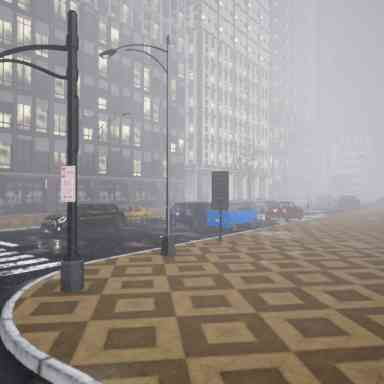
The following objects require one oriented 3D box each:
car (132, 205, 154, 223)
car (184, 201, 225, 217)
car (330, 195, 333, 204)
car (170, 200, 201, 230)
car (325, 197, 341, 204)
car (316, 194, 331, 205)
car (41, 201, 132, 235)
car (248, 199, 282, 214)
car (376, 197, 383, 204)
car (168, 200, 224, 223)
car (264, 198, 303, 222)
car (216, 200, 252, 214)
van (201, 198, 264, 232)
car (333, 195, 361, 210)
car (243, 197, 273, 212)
[{"bbox_3d":[-4.827,1.540,23.995,1.752,1.417,4.829,0,0,38],"label":"car"},{"bbox_3d":[1.277,1.604,31.721,1.802,1.307,4.206,0,0,38],"label":"car"},{"bbox_3d":[23.947,1.551,52.320,2.128,1.511,4.902,0,0,37],"label":"car"},{"bbox_3d":[0.415,1.375,21.841,2.097,1.767,4.553,0,0,39],"label":"car"},{"bbox_3d":[28.406,1.624,67.008,2.008,1.369,4.403,0,0,38],"label":"car"},{"bbox_3d":[25.015,1.380,62.598,2.192,1.841,5.009,0,0,38],"label":"car"},{"bbox_3d":[-5.877,1.367,18.369,2.097,1.767,4.553,0,0,38],"label":"car"},{"bbox_3d":[8.075,1.557,36.496,1.812,1.442,4.674,0,0,38],"label":"car"},{"bbox_3d":[38.043,1.658,66.615,1.947,1.339,4.313,0,0,38],"label":"car"},{"bbox_3d":[0.454,1.500,26.600,1.882,1.535,5.008,0,0,37],"label":"car"},{"bbox_3d":[7.524,1.472,26.918,1.967,1.590,4.097,0,0,38],"label":"car"},{"bbox_3d":[4.668,1.571,36.132,1.887,1.381,4.507,0,0,38],"label":"car"},{"bbox_3d":[2.565,1.368,20.286,1.690,1.788,3.998,0,0,38],"label":"van"},{"bbox_3d":[21.088,1.368,44.561,2.192,1.841,5.009,0,0,38],"label":"car"},{"bbox_3d":[8.059,1.471,40.543,1.967,1.590,4.097,0,0,38],"label":"car"}]
